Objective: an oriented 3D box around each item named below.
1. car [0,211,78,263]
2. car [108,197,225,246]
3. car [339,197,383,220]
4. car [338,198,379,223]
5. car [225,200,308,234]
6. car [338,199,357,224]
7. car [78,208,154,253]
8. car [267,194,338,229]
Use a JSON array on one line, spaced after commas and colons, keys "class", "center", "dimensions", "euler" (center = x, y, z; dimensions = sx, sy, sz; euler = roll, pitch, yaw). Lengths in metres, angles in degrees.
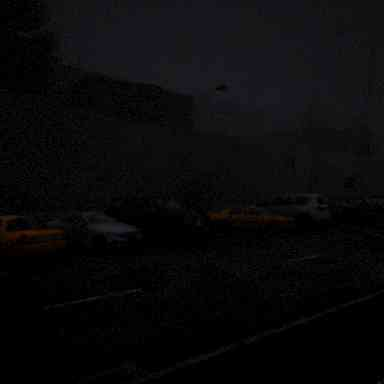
[{"class": "car", "center": [-6.714, 1.490, 11.990], "dimensions": [5.366, 1.575, 1.946], "euler": [-1, 0, 35]}, {"class": "car", "center": [-1.639, 1.226, 15.365], "dimensions": [5.566, 2.045, 2.435], "euler": [-1, -1, 35]}, {"class": "car", "center": [12.987, 1.189, 25.846], "dimensions": [4.553, 1.767, 2.185], "euler": [-1, 0, 35]}, {"class": "car", "center": [10.571, 1.397, 24.090], "dimensions": [4.674, 1.452, 2.002], "euler": [-1, -1, 35]}, {"class": "car", "center": [3.380, 1.436, 18.756], "dimensions": [5.366, 1.575, 1.946], "euler": [-1, -1, 35]}, {"class": "car", "center": [8.094, 1.417, 22.354], "dimensions": [4.792, 1.488, 2.163], "euler": [-1, 0, 35]}, {"class": "car", "center": [-4.113, 1.524, 13.636], "dimensions": [4.674, 1.452, 2.002], "euler": [-1, -1, 35]}, {"class": "car", "center": [5.647, 1.167, 20.616], "dimensions": [5.566, 2.045, 2.435], "euler": [-1, 0, 35]}]
